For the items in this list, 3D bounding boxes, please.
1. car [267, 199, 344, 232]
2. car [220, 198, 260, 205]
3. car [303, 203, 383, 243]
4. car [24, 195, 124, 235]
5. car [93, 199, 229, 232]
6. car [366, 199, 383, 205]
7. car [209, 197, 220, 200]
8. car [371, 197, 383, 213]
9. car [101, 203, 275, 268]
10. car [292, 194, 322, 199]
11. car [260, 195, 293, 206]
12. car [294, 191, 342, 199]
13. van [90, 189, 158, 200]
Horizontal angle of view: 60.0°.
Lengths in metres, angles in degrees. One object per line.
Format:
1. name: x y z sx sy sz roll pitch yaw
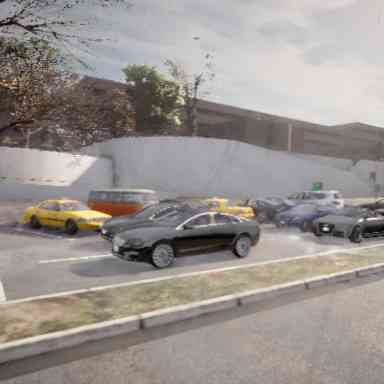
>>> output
1. car: 6.605 1.307 18.335 4.674 1.442 1.812 1 1 -33
2. car: 1.223 1.098 20.980 5.366 1.575 1.946 1 1 37
3. car: 7.441 1.422 15.304 4.181 1.385 1.994 1 1 -32
4. car: -5.943 1.037 15.835 5.366 1.575 1.946 1 0 37
5. car: -1.118 1.213 13.263 4.892 1.490 1.837 1 1 -33
6. car: 15.238 1.427 24.006 5.357 1.411 2.033 1 1 -33
7. car: -1.142 1.111 19.243 4.792 1.488 2.163 1 1 37
8. car: 21.431 1.357 33.907 5.366 1.575 1.946 1 0 37
9. car: -0.013 1.280 10.404 4.902 1.511 2.128 0 1 -33
10. car: 6.350 1.154 24.163 5.008 1.535 2.097 1 0 37
11. car: 3.865 1.130 22.508 4.892 1.521 2.231 1 1 37
12. car: 8.817 0.930 25.812 5.566 2.045 2.435 1 1 37
13. van: -3.506 0.836 17.516 4.442 1.987 1.878 1 0 37
